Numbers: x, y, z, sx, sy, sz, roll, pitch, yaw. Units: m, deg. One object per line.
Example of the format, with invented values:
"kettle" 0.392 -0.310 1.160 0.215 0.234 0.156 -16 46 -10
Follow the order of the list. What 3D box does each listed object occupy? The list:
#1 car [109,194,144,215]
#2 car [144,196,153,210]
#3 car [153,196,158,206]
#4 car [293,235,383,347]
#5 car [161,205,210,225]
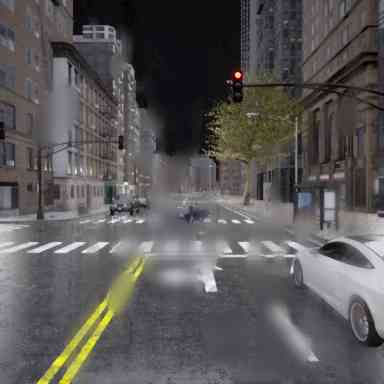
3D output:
"car" -6.589 1.196 33.284 2.150 2.045 5.566 0 0 1
"car" -6.622 1.434 43.395 1.882 1.535 5.008 0 0 0
"car" -6.619 1.417 53.713 2.128 1.511 4.902 0 0 0
"car" 3.347 1.524 6.171 1.812 1.442 4.674 0 0 0
"car" -0.334 1.585 24.219 1.895 1.301 4.718 0 0 24
